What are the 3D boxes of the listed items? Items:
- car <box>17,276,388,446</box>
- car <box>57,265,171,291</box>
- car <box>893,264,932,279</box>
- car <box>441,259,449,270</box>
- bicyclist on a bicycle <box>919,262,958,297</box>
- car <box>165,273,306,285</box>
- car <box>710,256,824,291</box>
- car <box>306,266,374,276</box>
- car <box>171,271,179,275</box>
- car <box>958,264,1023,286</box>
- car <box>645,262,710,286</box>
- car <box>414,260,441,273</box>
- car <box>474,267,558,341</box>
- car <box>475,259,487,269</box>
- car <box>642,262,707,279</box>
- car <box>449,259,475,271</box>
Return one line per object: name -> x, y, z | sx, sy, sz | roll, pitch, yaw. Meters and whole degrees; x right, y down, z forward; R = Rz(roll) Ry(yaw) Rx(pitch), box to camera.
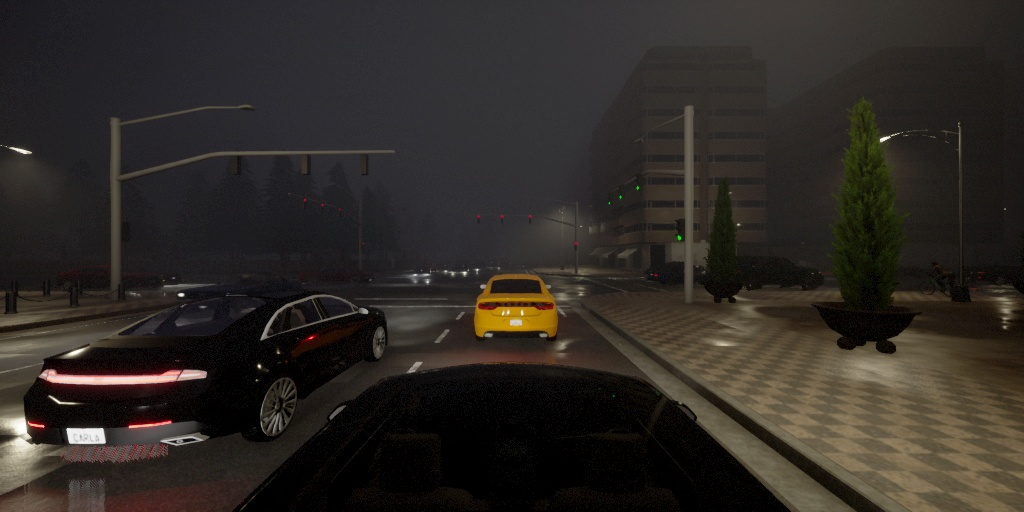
car -> -3.425, 1.242, 5.325 | 2.128, 1.511, 4.902 | 0, 0, 0
car -> -24.210, 1.283, 21.679 | 5.008, 1.535, 1.882 | 0, 0, 0
car -> 34.909, 1.406, 32.554 | 4.718, 1.301, 1.895 | 0, 0, 0
car -> -9.795, 1.228, 52.998 | 1.882, 1.535, 5.008 | 0, 0, 7
bicyclist on a bicycle -> 20.280, 1.106, 17.035 | 0.582, 1.620, 1.656 | 0, 0, 0
car -> -10.243, 1.351, 13.898 | 1.895, 1.301, 4.718 | 0, 0, -4
car -> 15.567, 1.026, 21.803 | 5.566, 2.045, 2.150 | 0, 0, 0
car -> -12.186, 1.372, 25.221 | 4.718, 1.301, 1.895 | 0, 0, 0
car -> -25.765, 1.369, 25.174 | 4.181, 1.385, 1.994 | 0, 0, 0
car -> 34.710, 1.310, 25.362 | 4.892, 1.490, 1.837 | 0, 0, 0
car -> 12.327, 1.353, 25.291 | 5.357, 1.411, 2.033 | 0, 0, -1
car -> -10.387, 1.351, 43.613 | 1.895, 1.301, 4.718 | 0, 0, 1
car -> 0.103, 1.228, 9.909 | 1.882, 1.535, 5.008 | 0, 0, 0
car -> -5.515, 1.255, 57.731 | 1.837, 1.490, 4.892 | 0, 0, 15
car -> 14.633, 1.283, 32.501 | 5.008, 1.535, 1.882 | 0, 0, 0
car -> -6.678, 1.228, 48.397 | 1.882, 1.535, 5.008 | 0, 0, 3
